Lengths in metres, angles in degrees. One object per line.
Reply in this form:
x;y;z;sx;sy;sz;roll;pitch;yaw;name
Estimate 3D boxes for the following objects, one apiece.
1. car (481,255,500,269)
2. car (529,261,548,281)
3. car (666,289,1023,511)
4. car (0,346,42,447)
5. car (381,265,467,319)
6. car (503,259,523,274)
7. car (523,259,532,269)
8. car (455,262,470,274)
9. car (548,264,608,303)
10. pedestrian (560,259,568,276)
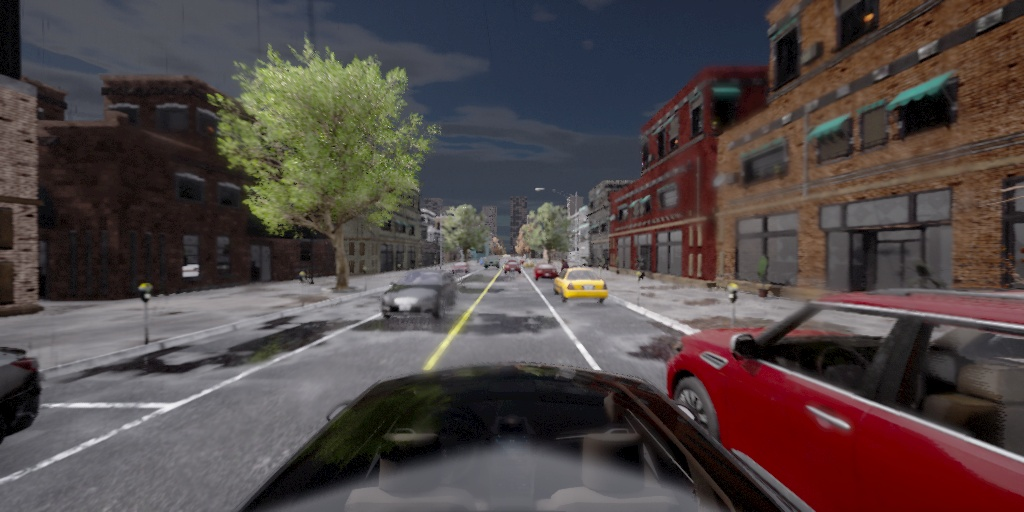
-3.059;0.939;55.885;2.150;2.045;5.566;0;0;1;car
2.688;1.281;29.589;1.888;1.381;4.507;0;0;0;car
2.694;1.065;1.869;2.192;1.841;5.009;0;0;0;car
-5.687;1.316;1.867;1.948;1.339;4.313;0;0;0;car
-3.101;1.236;12.879;2.128;1.511;4.902;0;0;0;car
0.074;1.255;41.021;1.812;1.442;4.674;0;0;0;car
2.683;1.246;57.479;1.751;1.417;4.829;0;0;0;car
-5.694;1.312;40.675;1.802;1.307;4.207;0;0;0;car
2.997;1.198;16.638;1.801;1.575;5.366;0;0;0;car
2.886;1.035;19.619;0.375;1.860;0.375;-1;1;-3;pedestrian
